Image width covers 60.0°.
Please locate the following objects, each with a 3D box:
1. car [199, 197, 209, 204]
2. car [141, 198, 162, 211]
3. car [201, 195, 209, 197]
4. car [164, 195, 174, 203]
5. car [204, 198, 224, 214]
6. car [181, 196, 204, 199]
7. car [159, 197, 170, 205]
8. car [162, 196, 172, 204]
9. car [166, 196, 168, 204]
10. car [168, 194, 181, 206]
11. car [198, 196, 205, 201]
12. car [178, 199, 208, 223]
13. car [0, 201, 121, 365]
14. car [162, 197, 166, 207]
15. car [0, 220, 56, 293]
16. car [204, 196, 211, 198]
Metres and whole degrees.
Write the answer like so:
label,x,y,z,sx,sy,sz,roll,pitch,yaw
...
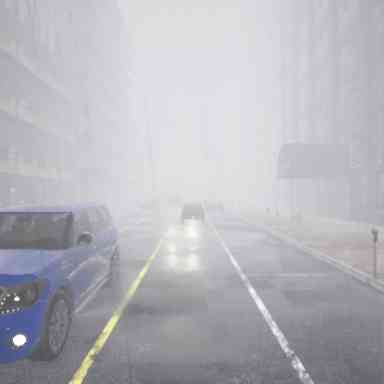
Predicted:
label,x,y,z,sx,sy,sz,roll,pitch,yaw
car,2.551,1.690,70.251,1.887,1.381,4.507,1,0,0
car,-5.320,1.651,42.168,1.947,1.339,4.313,1,0,0
car,2.557,1.659,53.294,2.008,1.369,4.403,1,0,0
car,-5.329,1.598,76.047,1.967,1.590,4.097,1,0,0
car,2.563,1.624,36.337,2.008,1.369,4.403,1,0,0
car,0.053,1.572,39.516,2.128,1.511,4.902,0,0,0
car,-5.327,1.715,64.753,1.802,1.307,4.206,1,0,0
car,-5.329,1.671,70.230,1.752,1.417,4.829,1,0,0
car,-5.324,1.691,53.461,1.802,1.307,4.206,1,0,0
car,-2.779,1.343,57.263,2.150,2.045,5.566,0,0,0
car,2.546,1.710,87.378,1.752,1.417,4.829,1,0,0
car,0.075,1.558,26.082,1.837,1.490,4.892,0,0,0
car,-2.853,1.234,6.268,2.150,2.045,5.566,0,0,0
car,-5.320,1.537,47.814,1.967,1.590,4.097,1,0,0
car,-5.308,1.568,8.289,2.008,1.369,4.403,1,0,0
car,2.561,1.611,42.159,1.752,1.417,4.829,1,0,0
